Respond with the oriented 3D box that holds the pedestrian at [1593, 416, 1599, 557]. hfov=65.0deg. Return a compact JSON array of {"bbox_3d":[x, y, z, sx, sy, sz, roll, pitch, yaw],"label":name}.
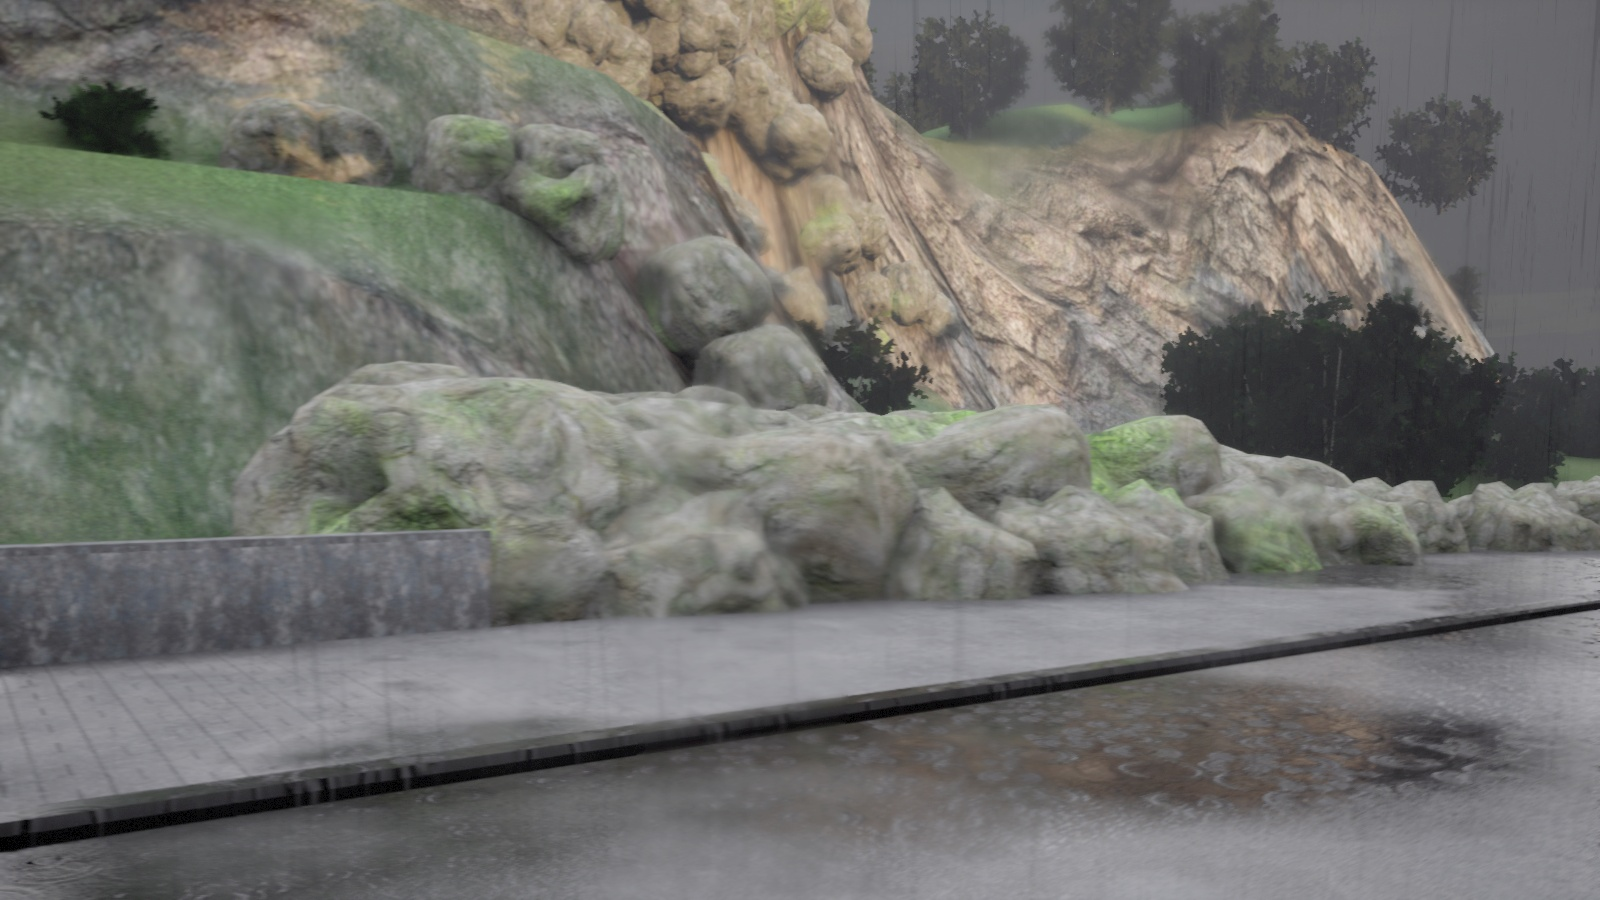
[{"bbox_3d":[10.952,0.472,16.425,0.899,1.844,0.634,0,0,-32],"label":"pedestrian"}]
